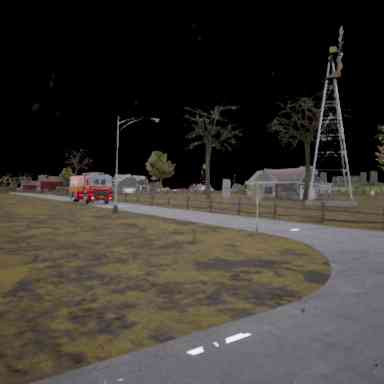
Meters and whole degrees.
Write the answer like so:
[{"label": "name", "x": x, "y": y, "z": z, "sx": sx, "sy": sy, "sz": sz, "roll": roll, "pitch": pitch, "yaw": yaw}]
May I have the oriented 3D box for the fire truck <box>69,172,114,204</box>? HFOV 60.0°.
[{"label": "fire truck", "x": -12.904, "y": -0.544, "z": 42.066, "sx": 2.891, "sy": 3.827, "sz": 8.468, "roll": 2, "pitch": 0, "yaw": -35}]
